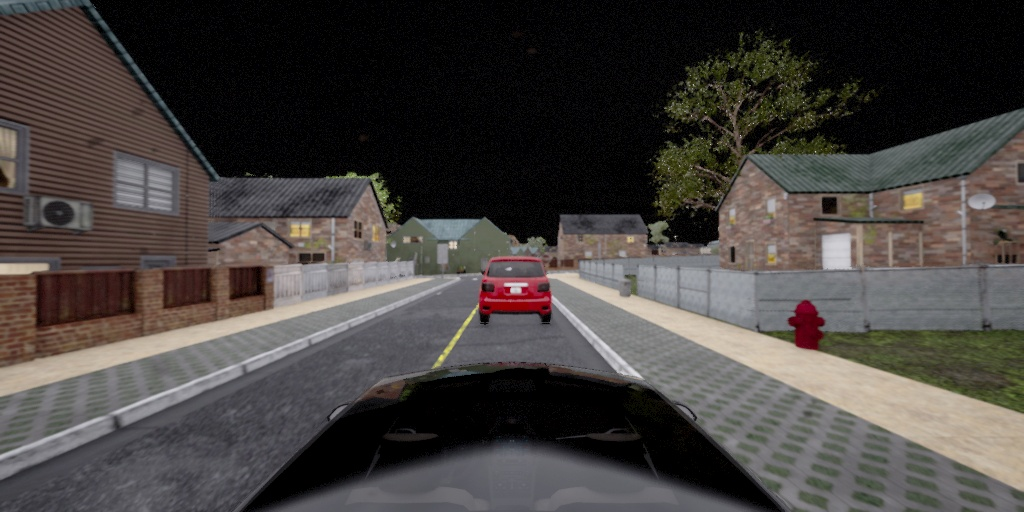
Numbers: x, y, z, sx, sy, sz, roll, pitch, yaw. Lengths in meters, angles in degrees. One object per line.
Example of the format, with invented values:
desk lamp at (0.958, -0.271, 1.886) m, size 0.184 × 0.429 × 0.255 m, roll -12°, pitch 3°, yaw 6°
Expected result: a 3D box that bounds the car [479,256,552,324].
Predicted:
car at (0.084, 1.033, 12.409) m, size 2.150 × 2.045 × 5.566 m, roll 0°, pitch 0°, yaw -1°
